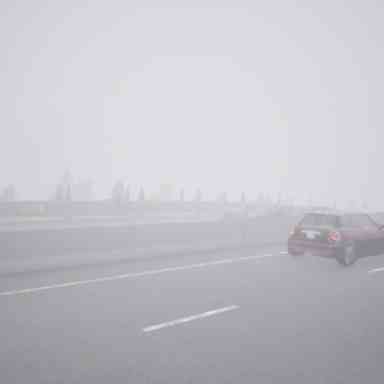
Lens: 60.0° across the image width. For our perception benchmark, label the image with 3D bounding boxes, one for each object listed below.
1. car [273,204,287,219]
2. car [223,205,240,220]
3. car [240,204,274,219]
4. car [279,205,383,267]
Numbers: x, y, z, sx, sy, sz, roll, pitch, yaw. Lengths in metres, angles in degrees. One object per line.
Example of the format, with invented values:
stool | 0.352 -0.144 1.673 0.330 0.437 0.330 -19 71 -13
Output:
car | 8.112 1.662 22.679 5.008 1.535 1.882 1 0 -35
car | 4.720 1.759 28.854 4.181 1.385 1.994 1 -1 -35
car | 6.425 1.681 25.774 4.902 1.511 2.128 1 0 -35
car | 5.584 1.460 12.031 4.553 1.767 2.097 1 0 -36
